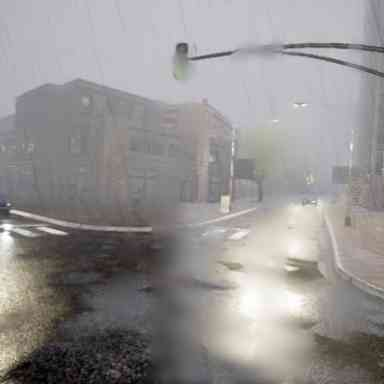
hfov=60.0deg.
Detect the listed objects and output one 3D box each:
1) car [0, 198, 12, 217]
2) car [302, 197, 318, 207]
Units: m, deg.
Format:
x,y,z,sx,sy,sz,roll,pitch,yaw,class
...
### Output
x,y,z,sx,sy,sz,roll,pitch,yaw,class
-12.209,0.671,19.455,4.718,1.301,1.895,4,1,44,car
16.153,1.332,45.435,1.895,1.301,4.718,3,1,22,car
